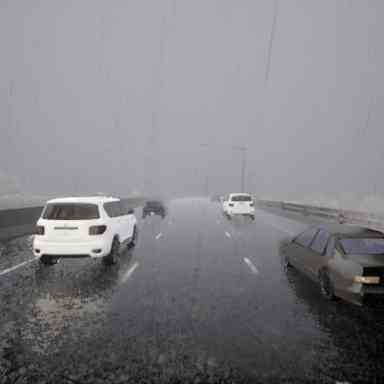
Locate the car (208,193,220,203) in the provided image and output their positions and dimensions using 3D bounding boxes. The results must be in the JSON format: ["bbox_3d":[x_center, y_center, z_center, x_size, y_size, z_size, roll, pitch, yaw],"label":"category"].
[{"bbox_3d":[4.919,1.275,68.684,2.097,1.767,4.553,0,0,2],"label":"car"}]

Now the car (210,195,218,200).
[{"bbox_3d":[5.948,1.457,90.565,2.163,1.488,4.792,0,0,3],"label":"car"}]

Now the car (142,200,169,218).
[{"bbox_3d":[-3.129,1.445,28.952,1.837,1.490,4.892,0,0,1],"label":"car"}]

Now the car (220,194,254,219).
[{"bbox_3d":[3.854,1.163,28.098,2.150,2.045,5.566,0,0,1],"label":"car"}]

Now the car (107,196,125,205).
[{"bbox_3d":[-13.061,1.445,57.195,1.812,1.442,4.674,0,0,3],"label":"car"}]

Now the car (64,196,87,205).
[{"bbox_3d":[-20.040,1.467,57.456,2.033,1.411,5.357,0,0,3],"label":"car"}]

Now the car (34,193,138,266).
[{"bbox_3d":[-3.347,1.191,11.555,2.150,2.045,5.566,0,0,0],"label":"car"}]

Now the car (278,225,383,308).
[{"bbox_3d":[3.623,1.526,8.121,2.033,1.411,5.357,0,0,0],"label":"car"}]

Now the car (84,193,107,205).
[{"bbox_3d":[-16.553,1.141,57.267,2.150,2.045,5.566,0,0,3],"label":"car"}]
